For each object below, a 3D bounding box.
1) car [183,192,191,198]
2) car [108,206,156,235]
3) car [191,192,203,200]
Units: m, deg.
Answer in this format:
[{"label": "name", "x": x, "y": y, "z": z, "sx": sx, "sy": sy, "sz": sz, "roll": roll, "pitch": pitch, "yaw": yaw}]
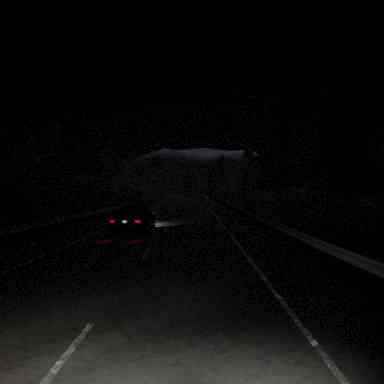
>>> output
[{"label": "car", "x": -0.837, "y": 0.791, "z": 93.853, "sx": 2.097, "sy": 1.767, "sz": 4.553, "roll": 0, "pitch": 0, "yaw": -5}, {"label": "car", "x": -3.175, "y": 1.457, "z": 18.337, "sx": 2.033, "sy": 1.411, "sz": 5.357, "roll": 0, "pitch": 0, "yaw": 1}, {"label": "car", "x": 1.450, "y": 0.990, "z": 76.043, "sx": 2.097, "sy": 1.767, "sz": 4.553, "roll": 0, "pitch": 0, "yaw": -2}]
